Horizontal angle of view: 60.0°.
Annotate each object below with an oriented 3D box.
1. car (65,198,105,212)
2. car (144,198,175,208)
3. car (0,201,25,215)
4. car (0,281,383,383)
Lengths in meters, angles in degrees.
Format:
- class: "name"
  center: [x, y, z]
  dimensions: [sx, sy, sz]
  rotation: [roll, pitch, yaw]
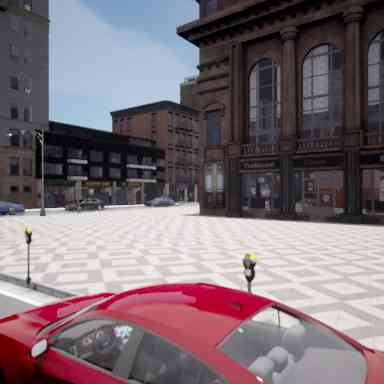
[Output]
- class: "car"
  center: [-12.689, 1.511, 39.571]
  dimensions: [1.837, 1.490, 4.892]
  rotation: [0, 0, 37]
- class: "car"
  center: [-4.771, 1.565, 50.325]
  dimensions: [2.033, 1.411, 5.357]
  rotation: [0, 0, 37]
- class: "car"
  center: [-18.714, 1.549, 31.374]
  dimensions: [2.033, 1.411, 5.357]
  rotation: [0, 0, 36]
- class: "car"
  center: [-0.269, 1.547, 3.036]
  dimensions: [4.507, 1.381, 1.887]
  rotation: [0, 0, 35]
